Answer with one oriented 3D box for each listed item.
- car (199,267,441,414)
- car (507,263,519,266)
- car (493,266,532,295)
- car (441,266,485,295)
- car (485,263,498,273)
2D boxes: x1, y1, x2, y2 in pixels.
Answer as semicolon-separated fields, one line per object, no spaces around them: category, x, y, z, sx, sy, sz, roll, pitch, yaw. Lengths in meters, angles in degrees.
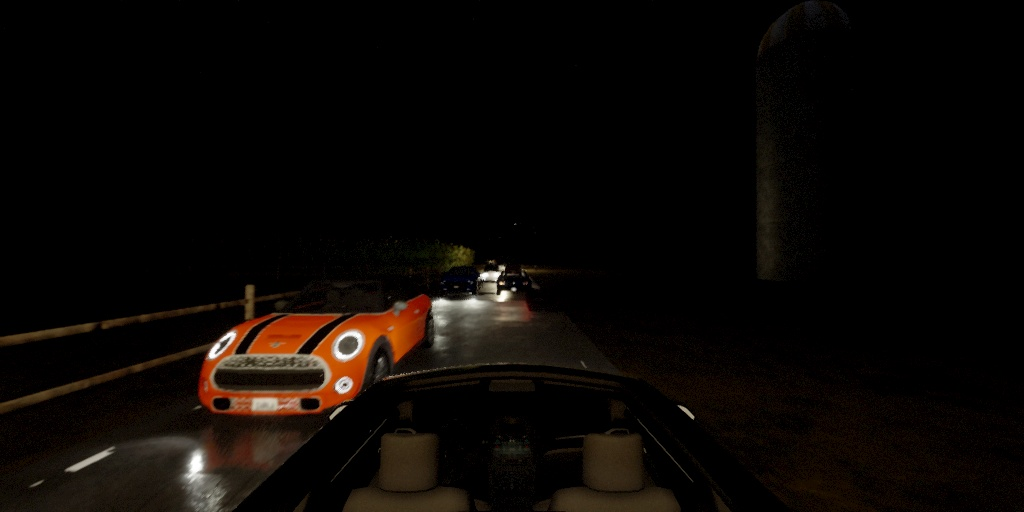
car;-2.825;1.122;6.360;2.097;1.767;4.553;0;0;0
car;0.105;1.494;40.803;1.812;1.442;4.674;0;0;0
car;0.101;1.450;20.706;1.895;1.301;4.718;0;0;0
car;-2.845;1.327;20.760;1.882;1.535;5.008;0;-1;0
car;-2.823;1.619;49.248;1.895;1.301;4.718;0;0;0
